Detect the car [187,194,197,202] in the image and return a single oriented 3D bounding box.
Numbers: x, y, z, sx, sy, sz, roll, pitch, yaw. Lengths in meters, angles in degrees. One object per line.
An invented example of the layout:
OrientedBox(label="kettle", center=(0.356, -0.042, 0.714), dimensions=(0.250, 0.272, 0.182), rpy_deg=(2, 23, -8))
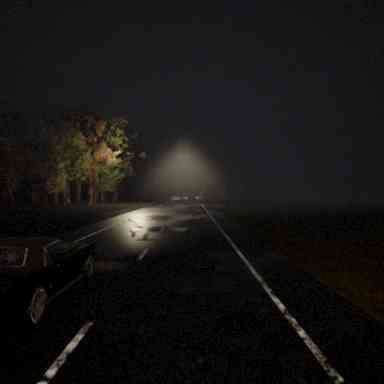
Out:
OrientedBox(label="car", center=(-0.058, 1.438, 73.268), dimensions=(1.812, 1.442, 4.674), rpy_deg=(0, 0, 0))

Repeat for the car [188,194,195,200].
OrientedBox(label="car", center=(-0.068, 1.304, 83.308), dimensions=(1.812, 1.442, 4.674), rpy_deg=(0, 0, 0))

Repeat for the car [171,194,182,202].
OrientedBox(label="car", center=(-3.558, 1.511, 73.329), dimensions=(1.895, 1.301, 4.718), rpy_deg=(0, 0, 0))

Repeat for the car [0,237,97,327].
OrientedBox(label="car", center=(-3.503, 1.598, 6.994), dimensions=(1.895, 1.301, 4.718), rpy_deg=(0, 0, 0))

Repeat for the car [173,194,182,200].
OrientedBox(label="car", center=(-3.566, 1.321, 83.306), dimensions=(2.033, 1.411, 5.357), rpy_deg=(0, 0, 0))
